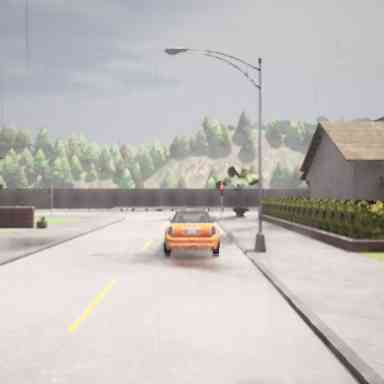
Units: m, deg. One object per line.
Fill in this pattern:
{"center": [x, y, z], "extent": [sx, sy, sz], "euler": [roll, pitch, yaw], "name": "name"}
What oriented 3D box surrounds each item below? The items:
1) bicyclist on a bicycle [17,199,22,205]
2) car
{"center": [-24.017, 1.783, 46.351], "extent": [0.582, 1.620, 1.656], "euler": [0, 0, 0], "name": "bicyclist on a bicycle"}
{"center": [-0.006, 1.483, 14.089], "extent": [2.097, 1.767, 4.553], "euler": [0, -1, 0], "name": "car"}
